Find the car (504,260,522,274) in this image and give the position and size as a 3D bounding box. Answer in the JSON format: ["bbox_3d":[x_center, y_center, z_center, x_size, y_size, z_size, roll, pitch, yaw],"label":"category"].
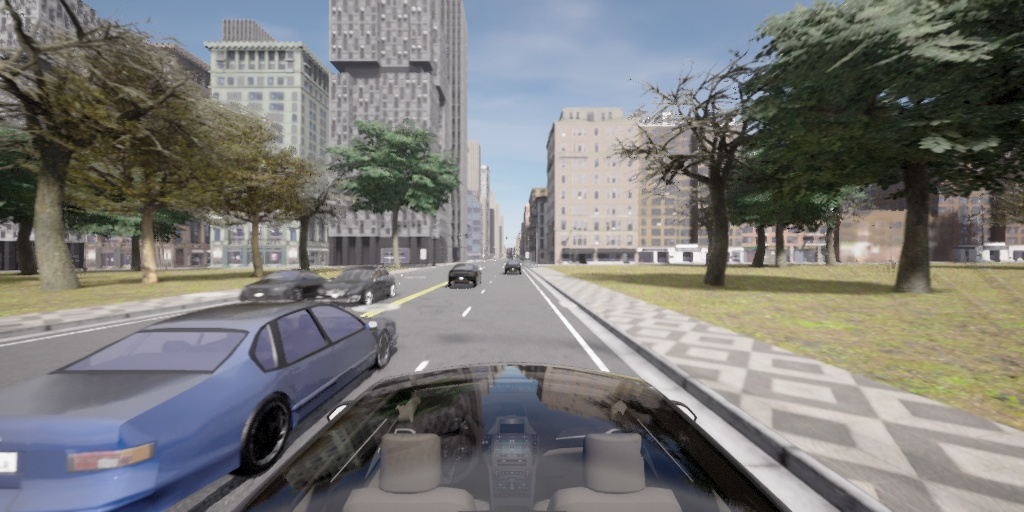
[{"bbox_3d":[0.108,1.242,40.791,1.882,1.535,5.008,0,0,0],"label":"car"}]

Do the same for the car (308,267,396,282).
[{"bbox_3d":[-6.585,1.255,15.775,1.837,1.490,4.892,0,0,0],"label":"car"}]

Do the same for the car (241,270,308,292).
[{"bbox_3d":[-9.833,1.314,15.926,1.994,1.385,4.181,0,0,0],"label":"car"}]

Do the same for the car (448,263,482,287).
[{"bbox_3d":[-3.145,1.229,24.673,1.882,1.535,5.008,0,0,0],"label":"car"}]

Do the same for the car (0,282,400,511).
[{"bbox_3d":[-3.149,1.297,4.687,2.033,1.411,5.357,0,0,0],"label":"car"}]
